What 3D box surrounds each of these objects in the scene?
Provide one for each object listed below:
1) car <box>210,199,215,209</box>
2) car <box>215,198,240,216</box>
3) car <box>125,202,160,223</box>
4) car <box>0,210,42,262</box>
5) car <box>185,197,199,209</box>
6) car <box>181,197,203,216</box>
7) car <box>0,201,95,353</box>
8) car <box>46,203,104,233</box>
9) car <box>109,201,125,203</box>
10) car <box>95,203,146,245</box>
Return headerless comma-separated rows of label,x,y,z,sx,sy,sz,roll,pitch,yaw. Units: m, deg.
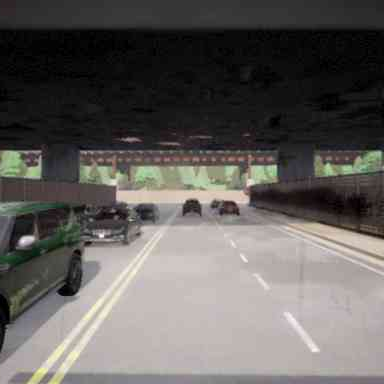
car,3.554,1.558,45.411,1.994,1.385,4.181,0,0,1
car,3.520,1.522,32.429,1.812,1.442,4.674,0,0,1
car,-3.574,1.545,26.076,2.033,1.411,5.357,0,0,0
car,-7.087,1.504,11.250,1.837,1.490,4.892,0,0,0
car,0.057,1.500,45.755,1.837,1.490,4.892,0,0,1
car,0.022,1.502,32.280,1.837,1.490,4.892,0,0,0
car,-3.591,1.221,5.789,2.150,2.045,5.566,0,0,-1
car,-7.080,1.503,20.716,1.837,1.490,4.892,0,0,0
car,-7.035,1.544,31.368,2.033,1.411,5.357,0,0,1
car,-3.572,1.503,15.622,1.837,1.490,4.892,0,0,0
